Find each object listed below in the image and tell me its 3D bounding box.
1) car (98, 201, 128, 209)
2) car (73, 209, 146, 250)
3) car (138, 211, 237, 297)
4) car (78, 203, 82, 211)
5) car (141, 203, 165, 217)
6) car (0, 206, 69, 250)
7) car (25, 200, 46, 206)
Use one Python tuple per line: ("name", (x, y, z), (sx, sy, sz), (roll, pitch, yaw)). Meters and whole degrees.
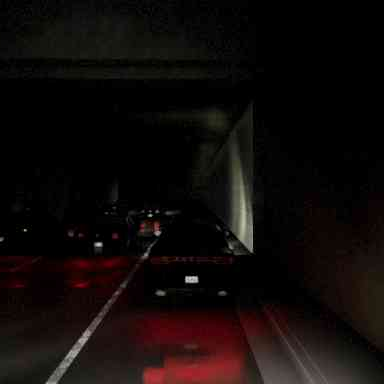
("car", (-6.895, 1.496, 29.279), (2.128, 1.511, 4.902), (0, 0, 0))
("car", (-3.395, 1.617, 14.309), (1.895, 1.301, 4.718), (0, 0, 0))
("car", (-0.006, 1.477, 8.650), (1.882, 1.535, 5.008), (0, 0, 0))
("car", (-13.895, 1.600, 37.279), (1.994, 1.385, 4.181), (0, 0, 0))
("car", (-3.395, 1.617, 29.309), (1.895, 1.301, 4.718), (0, 0, 0))
("car", (-6.895, 1.533, 14.279), (1.812, 1.442, 4.674), (0, 0, 0))
("car", (-17.395, 1.600, 37.279), (1.994, 1.385, 4.181), (0, 0, 0))
